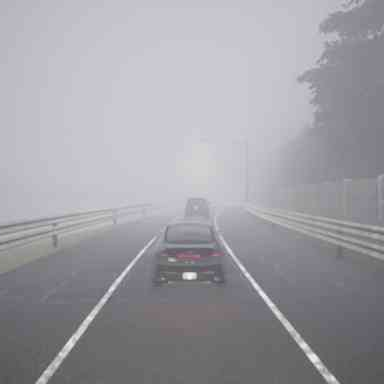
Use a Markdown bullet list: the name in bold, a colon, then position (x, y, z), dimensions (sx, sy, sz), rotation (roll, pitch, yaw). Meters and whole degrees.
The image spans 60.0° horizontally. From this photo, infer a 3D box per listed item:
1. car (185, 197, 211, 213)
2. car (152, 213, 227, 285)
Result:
- **car**: position (0.566, 1.507, 31.051), dimensions (2.150, 2.045, 5.566), rotation (0, 0, 4)
- **car**: position (-0.078, 1.600, 9.767), dimensions (1.837, 1.490, 4.892), rotation (0, 0, -1)
